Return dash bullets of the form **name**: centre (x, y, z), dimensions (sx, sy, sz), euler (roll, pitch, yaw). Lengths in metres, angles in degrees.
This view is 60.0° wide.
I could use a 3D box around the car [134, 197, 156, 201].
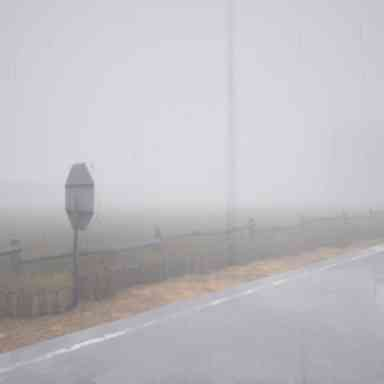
- **car**: centre (-8.784, 1.655, 61.724), dimensions (4.674, 1.442, 1.812), euler (0, 0, -39)
